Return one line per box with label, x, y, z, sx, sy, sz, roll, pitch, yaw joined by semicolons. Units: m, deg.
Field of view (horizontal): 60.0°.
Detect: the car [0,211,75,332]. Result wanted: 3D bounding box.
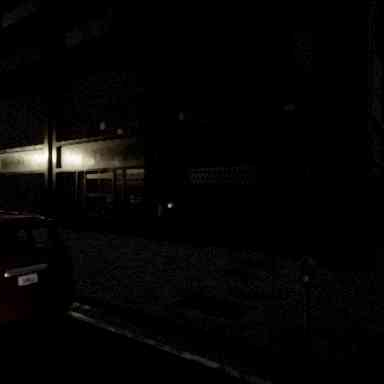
car;-4.191;1.265;5.955;5.009;1.841;2.192;1;0;36
